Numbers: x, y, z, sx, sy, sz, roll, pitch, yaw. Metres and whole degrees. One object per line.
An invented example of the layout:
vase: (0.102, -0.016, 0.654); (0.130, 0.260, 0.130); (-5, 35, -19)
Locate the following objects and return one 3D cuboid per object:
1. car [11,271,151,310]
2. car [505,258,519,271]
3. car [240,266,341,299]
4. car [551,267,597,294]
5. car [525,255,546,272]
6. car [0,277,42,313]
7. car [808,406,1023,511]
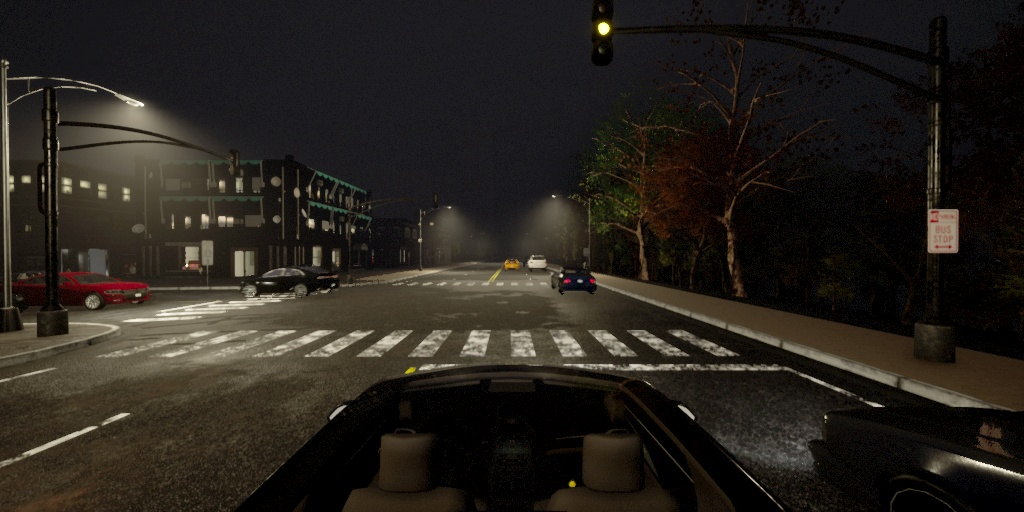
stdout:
car: (-18.448, 1.430, 15.264); (5.008, 1.535, 1.882); (-1, 1, -1)
car: (0.007, 1.205, 49.981); (1.882, 1.535, 5.008); (0, 0, 0)
car: (-11.191, 1.291, 18.092); (4.902, 1.511, 2.128); (-1, 0, 11)
car: (3.315, 1.291, 20.020); (2.033, 1.411, 5.357); (0, 0, 0)
car: (3.262, 0.950, 47.226); (2.150, 2.045, 5.566); (0, 0, 0)
car: (-19.968, 1.564, 12.541); (4.313, 1.339, 1.948); (0, 0, 0)
car: (3.353, 1.297, 0.427); (2.033, 1.411, 5.357); (0, 0, 0)
